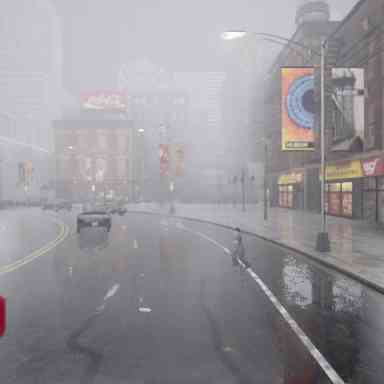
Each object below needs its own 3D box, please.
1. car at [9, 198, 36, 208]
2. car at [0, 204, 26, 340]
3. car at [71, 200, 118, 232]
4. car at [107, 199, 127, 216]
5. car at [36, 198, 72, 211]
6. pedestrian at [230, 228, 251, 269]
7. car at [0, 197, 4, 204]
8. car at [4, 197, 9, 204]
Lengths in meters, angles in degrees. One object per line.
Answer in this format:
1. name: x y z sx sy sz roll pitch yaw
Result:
1. car: -24.241 1.595 48.863 4.718 1.301 1.895 0 0 29
2. car: -3.409 1.219 1.853 2.150 2.045 5.566 0 0 0
3. car: -5.998 1.490 20.111 2.128 1.511 4.902 0 0 -19
4. car: -7.938 1.601 31.309 1.895 1.301 4.718 0 0 -35
5. car: -16.357 1.504 40.063 4.892 1.490 1.837 0 0 38
6. pedestrian: 1.404 1.574 9.660 0.375 1.300 0.375 0 0 -3
7. car: -23.528 1.222 36.507 5.566 2.045 2.150 0 0 33
8. car: -29.557 1.520 51.002 4.674 1.452 2.002 0 0 19
